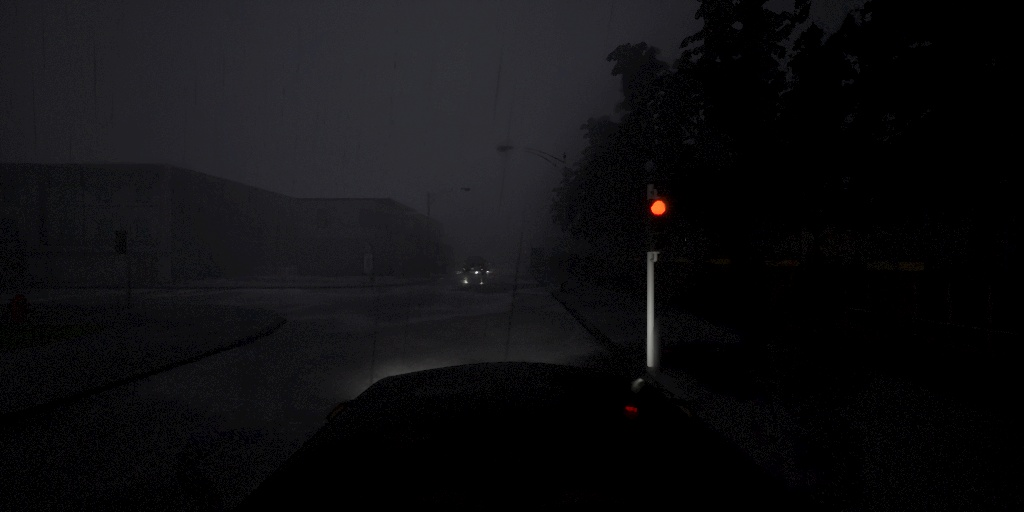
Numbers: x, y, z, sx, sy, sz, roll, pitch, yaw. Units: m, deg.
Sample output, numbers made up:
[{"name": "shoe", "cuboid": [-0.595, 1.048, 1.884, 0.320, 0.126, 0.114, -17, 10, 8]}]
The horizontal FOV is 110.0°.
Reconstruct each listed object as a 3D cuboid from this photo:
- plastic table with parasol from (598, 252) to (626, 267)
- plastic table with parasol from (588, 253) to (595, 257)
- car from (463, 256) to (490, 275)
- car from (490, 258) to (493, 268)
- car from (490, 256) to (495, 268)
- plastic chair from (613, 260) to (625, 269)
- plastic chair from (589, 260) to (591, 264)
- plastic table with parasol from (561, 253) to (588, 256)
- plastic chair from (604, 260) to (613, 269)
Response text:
[{"name": "plastic table with parasol", "cuboid": [15.337, 0.694, 55.082, 2.482, 2.480, 2.482, 0, 0, -40]}, {"name": "plastic table with parasol", "cuboid": [14.722, 0.673, 63.297, 2.482, 2.480, 2.482, 0, 0, -42]}, {"name": "car", "cuboid": [-4.067, 0.971, 40.143, 2.150, 2.045, 5.566, 0, 0, 0]}, {"name": "car", "cuboid": [-4.053, 1.351, 50.320, 1.895, 1.301, 4.718, 0, 0, 0]}, {"name": "car", "cuboid": [-4.023, 0.971, 60.513, 2.150, 2.045, 5.566, 0, 0, 1]}, {"name": "plastic chair", "cuboid": [16.069, 1.296, 54.083, 0.750, 1.272, 0.730, 0, 0, -40]}, {"name": "plastic chair", "cuboid": [13.769, 1.304, 62.410, 0.730, 1.272, 0.750, 0, 0, -35]}, {"name": "plastic table with parasol", "cuboid": [10.020, 0.684, 57.826, 2.482, 2.480, 2.482, 0, 0, -40]}, {"name": "plastic chair", "cuboid": [14.363, 1.306, 54.181, 0.730, 1.272, 0.750, 0, 0, -35]}]
